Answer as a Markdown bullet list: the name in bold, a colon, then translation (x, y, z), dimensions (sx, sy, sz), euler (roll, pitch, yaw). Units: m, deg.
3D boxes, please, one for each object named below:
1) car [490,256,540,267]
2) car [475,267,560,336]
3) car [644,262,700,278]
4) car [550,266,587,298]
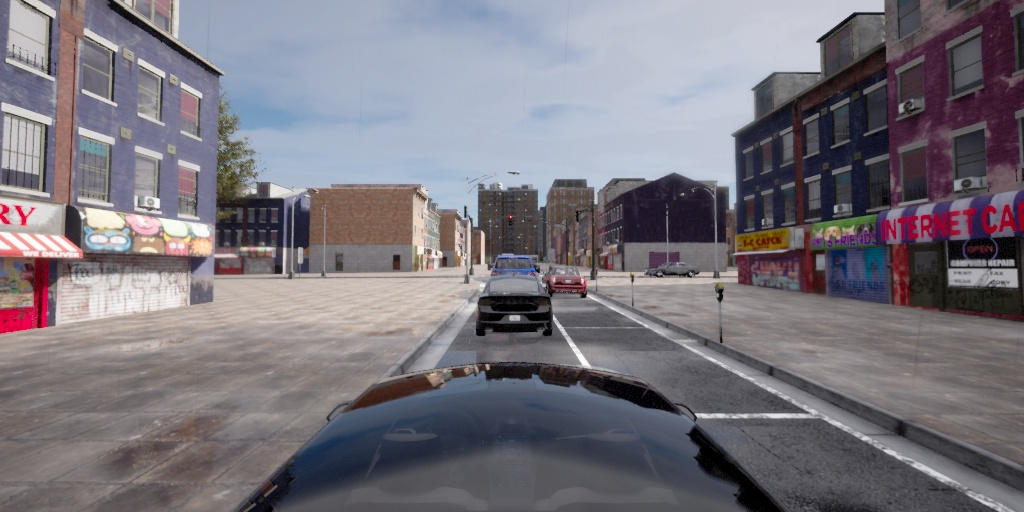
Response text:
- **car**: translation (0.064, 0.997, 18.028), dimensions (2.150, 2.045, 5.566), euler (0, 0, 0)
- **car**: translation (0.034, 1.238, 10.490), dimensions (1.882, 1.535, 5.008), euler (0, 0, -1)
- **car**: translation (14.942, 1.324, 33.564), dimensions (4.902, 1.511, 2.128), euler (0, -2, 0)
- **car**: translation (2.611, 1.216, 18.716), dimensions (1.967, 1.591, 4.097), euler (0, 0, 0)
